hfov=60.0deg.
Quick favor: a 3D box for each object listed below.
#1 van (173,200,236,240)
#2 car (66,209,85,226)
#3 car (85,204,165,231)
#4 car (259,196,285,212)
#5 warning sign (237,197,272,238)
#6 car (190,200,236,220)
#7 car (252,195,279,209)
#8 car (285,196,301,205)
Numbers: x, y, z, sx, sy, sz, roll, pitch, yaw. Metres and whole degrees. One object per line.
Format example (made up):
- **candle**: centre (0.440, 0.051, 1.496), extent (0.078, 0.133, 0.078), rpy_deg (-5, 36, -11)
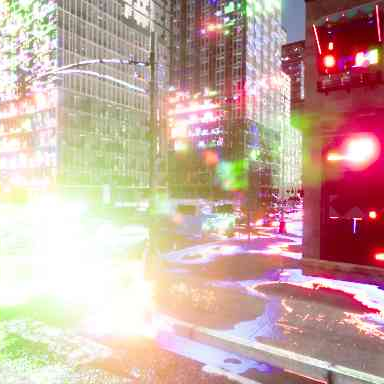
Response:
- **van**: centre (0.764, 1.368, 17.034), extent (1.690, 1.788, 3.998), rpy_deg (1, 1, 35)
- **car**: centre (-6.084, 1.467, 21.871), extent (1.947, 1.339, 4.313), rpy_deg (1, 1, 35)
- **car**: centre (-3.867, 1.541, 20.522), extent (1.895, 1.301, 4.718), rpy_deg (1, 1, 35)
- **car**: centre (8.484, 1.379, 37.980), extent (1.882, 1.535, 5.008), rpy_deg (1, 1, 35)
- **warning sign**: centre (3.048, 1.177, 16.147), extent (1.300, 1.860, 1.060), rpy_deg (1, 1, 35)
- **car**: centre (1.900, 1.447, 28.684), extent (1.812, 1.442, 4.674), rpy_deg (1, 1, 35)
- **car**: centre (9.876, 1.294, 44.465), extent (1.967, 1.590, 4.097), rpy_deg (1, 1, 35)
- **car**: centre (16.161, 1.364, 53.365), extent (1.752, 1.417, 4.829), rpy_deg (1, 1, 35)
